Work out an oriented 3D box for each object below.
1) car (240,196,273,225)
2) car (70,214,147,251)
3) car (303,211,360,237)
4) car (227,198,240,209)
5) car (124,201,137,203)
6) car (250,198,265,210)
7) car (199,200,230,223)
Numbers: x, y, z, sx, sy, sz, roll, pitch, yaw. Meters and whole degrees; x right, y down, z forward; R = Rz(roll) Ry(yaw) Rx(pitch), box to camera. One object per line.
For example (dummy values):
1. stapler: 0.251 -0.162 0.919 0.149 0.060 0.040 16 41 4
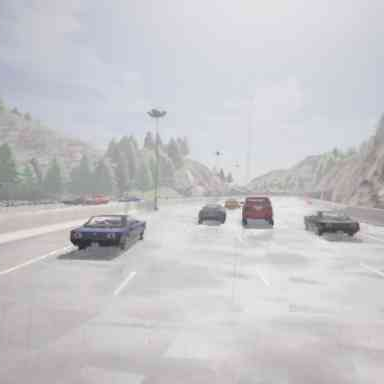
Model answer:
1. car: 4.944 1.298 25.372 2.150 2.045 5.566 0 0 9
2. car: -3.224 1.564 13.914 1.895 1.301 4.718 1 0 5
3. car: 7.704 1.711 18.899 1.895 1.301 4.718 1 0 6
4. car: 6.106 1.579 48.884 1.882 1.535 5.008 0 0 15
5. car: -10.390 1.360 54.806 1.882 1.535 5.008 1 0 15
6. car: 9.408 1.670 47.584 1.812 1.442 4.674 0 0 15
7. car: 1.678 1.597 26.095 1.994 1.385 4.181 1 0 8
